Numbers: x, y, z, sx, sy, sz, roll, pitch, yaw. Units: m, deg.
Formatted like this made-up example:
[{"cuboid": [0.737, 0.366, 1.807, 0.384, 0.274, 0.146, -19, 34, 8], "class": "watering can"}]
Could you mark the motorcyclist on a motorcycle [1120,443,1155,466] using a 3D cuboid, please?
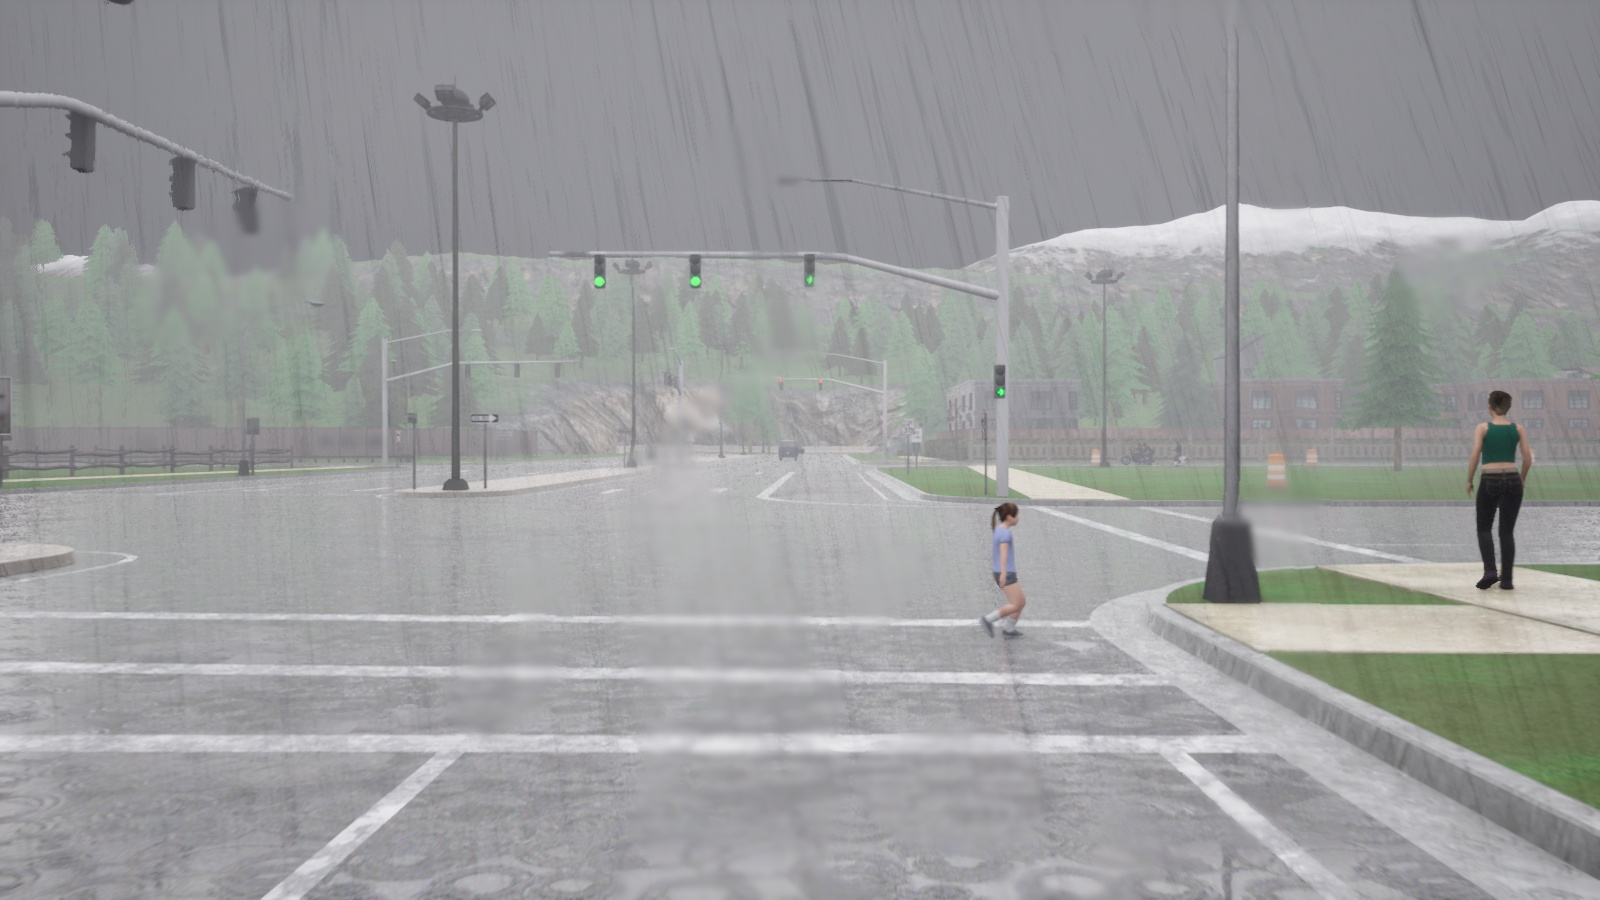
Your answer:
[{"cuboid": [24.728, 0.344, 92.057, 2.350, 1.649, 0.766, 0, 0, 1], "class": "motorcyclist on a motorcycle"}]

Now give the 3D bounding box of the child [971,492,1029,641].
[{"cuboid": [1.517, 0.878, 9.547, 0.394, 1.110, 0.255, 0, 0, -1], "class": "child"}]

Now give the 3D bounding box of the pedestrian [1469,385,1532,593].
[{"cuboid": [6.368, 0.345, 11.425, 0.345, 1.836, 0.594, 0, 0, 13], "class": "pedestrian"}]
